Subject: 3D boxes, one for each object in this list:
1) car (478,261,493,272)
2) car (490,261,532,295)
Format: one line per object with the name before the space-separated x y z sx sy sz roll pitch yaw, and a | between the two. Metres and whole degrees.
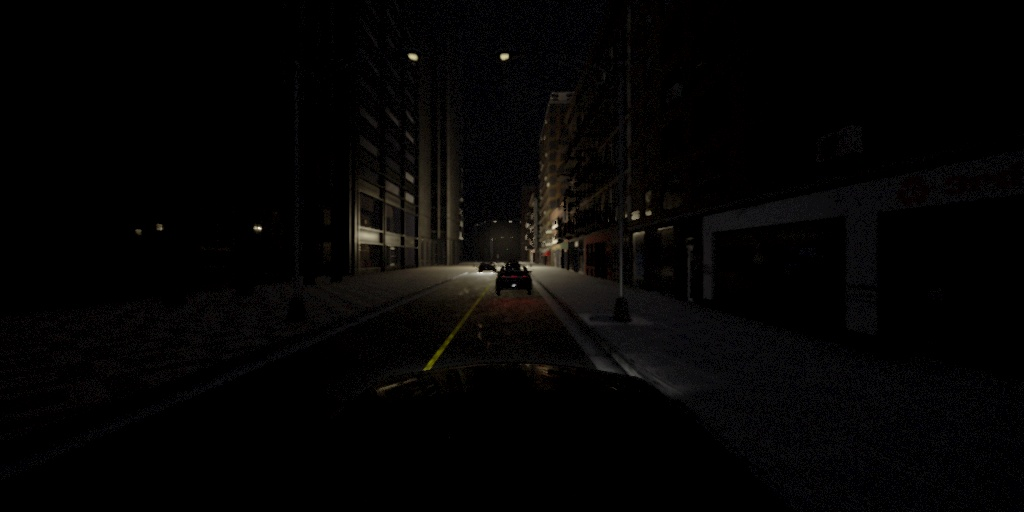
car | -3.024 1.309 44.237 1.994 1.385 4.181 0 0 0
car | 0.096 1.230 19.937 2.128 1.511 4.902 0 0 0
